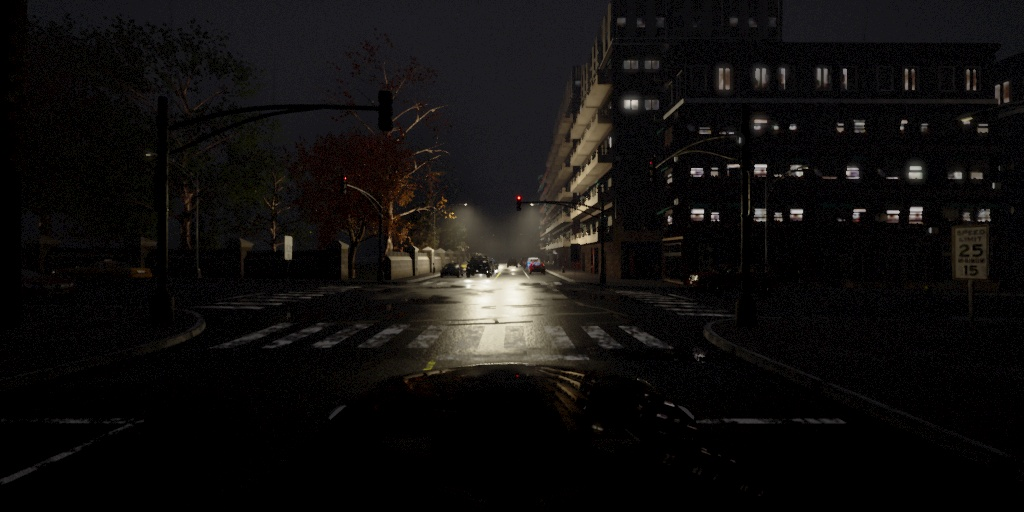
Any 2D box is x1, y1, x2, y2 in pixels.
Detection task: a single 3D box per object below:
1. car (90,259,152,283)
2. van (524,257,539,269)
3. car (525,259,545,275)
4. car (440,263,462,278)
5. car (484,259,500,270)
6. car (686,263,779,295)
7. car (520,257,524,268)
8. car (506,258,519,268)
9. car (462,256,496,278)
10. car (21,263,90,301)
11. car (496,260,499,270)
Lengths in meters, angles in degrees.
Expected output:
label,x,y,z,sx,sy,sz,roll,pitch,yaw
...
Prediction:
label,x,y,z,sx,sy,sz,roll,pitch,yaw
car,-24.721,0.879,21.631,4.829,1.417,1.751,0,0,0
van,2.739,1.108,45.567,1.690,1.789,3.998,0,0,0
car,2.732,1.308,39.936,1.888,1.381,4.507,0,0,0
car,-5.654,1.324,34.316,1.948,1.339,4.313,0,0,0
car,-3.031,1.269,54.954,2.128,1.511,4.902,0,0,0
car,13.471,1.350,21.954,5.009,1.841,2.192,0,0,0
car,2.751,1.220,56.827,1.967,1.591,4.097,0,0,0
car,0.066,1.293,62.609,1.837,1.490,4.892,0,0,0
car,-3.050,0.981,34.545,2.150,2.045,5.566,0,0,1
car,-18.949,1.005,13.299,4.207,1.307,1.802,0,0,0
car,-3.050,1.314,44.842,2.033,1.411,5.357,0,0,0
